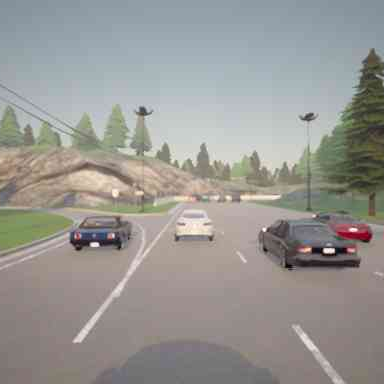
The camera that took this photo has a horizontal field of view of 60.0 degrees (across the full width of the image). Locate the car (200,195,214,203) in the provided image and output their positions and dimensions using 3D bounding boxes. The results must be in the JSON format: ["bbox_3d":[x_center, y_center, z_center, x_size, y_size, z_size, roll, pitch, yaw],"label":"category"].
[{"bbox_3d":[3.580,1.913,81.455,2.128,1.511,4.902,0,0,2],"label":"car"}]

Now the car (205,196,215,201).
[{"bbox_3d":[5.012,1.814,91.475,1.812,1.442,4.674,0,0,17],"label":"car"}]

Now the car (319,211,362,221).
[{"bbox_3d":[7.109,1.643,16.647,1.994,1.385,4.181,0,0,0],"label":"car"}]

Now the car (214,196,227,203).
[{"bbox_3d":[7.062,1.921,80.358,2.033,1.411,5.357,0,0,2],"label":"car"}]

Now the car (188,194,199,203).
[{"bbox_3d":[0.080,1.744,81.489,2.097,1.767,4.553,0,0,2],"label":"car"}]

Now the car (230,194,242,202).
[{"bbox_3d":[12.049,1.611,90.663,2.150,2.045,5.566,0,0,17],"label":"car"}]

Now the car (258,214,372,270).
[{"bbox_3d":[3.603,1.601,11.236,2.033,1.411,5.357,0,0,0],"label":"car"}]

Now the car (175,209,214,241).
[{"bbox_3d":[0.099,1.608,17.143,1.812,1.442,4.674,0,0,0],"label":"car"}]

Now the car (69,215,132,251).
[{"bbox_3d":[-3.758,1.671,14.533,1.895,1.301,4.718,0,0,-4],"label":"car"}]

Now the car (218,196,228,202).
[{"bbox_3d":[8.415,1.813,90.655,1.812,1.442,4.674,0,0,17],"label":"car"}]

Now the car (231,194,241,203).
[{"bbox_3d":[10.562,1.881,80.356,1.837,1.490,4.892,0,0,2],"label":"car"}]
